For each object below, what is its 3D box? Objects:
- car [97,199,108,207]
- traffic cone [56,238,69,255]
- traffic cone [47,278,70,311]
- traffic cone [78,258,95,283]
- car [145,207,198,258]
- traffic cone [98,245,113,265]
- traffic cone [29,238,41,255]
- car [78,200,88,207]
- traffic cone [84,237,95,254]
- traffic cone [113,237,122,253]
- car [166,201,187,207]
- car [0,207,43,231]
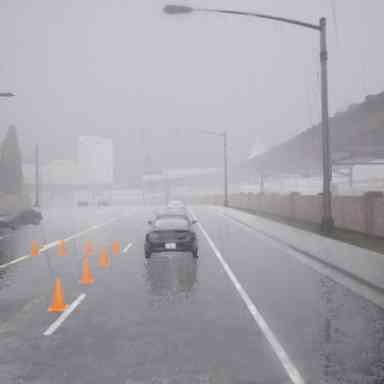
[{"bbox_3d":[-16.805,2.045,62.539,2.033,1.411,5.357,0,-2,-17],"label":"car"},{"bbox_3d":[-4.854,2.020,12.462,0.340,0.580,0.340,-1,0,-2],"label":"traffic cone"},{"bbox_3d":[-2.623,1.990,6.544,0.340,0.580,0.340,-1,0,-2],"label":"traffic cone"},{"bbox_3d":[-2.701,1.991,8.542,0.340,0.580,0.340,-1,0,-2],"label":"traffic cone"},{"bbox_3d":[-0.758,1.535,12.800,1.812,1.442,4.674,-1,0,-2],"label":"car"},{"bbox_3d":[-2.778,1.992,10.541,0.340,0.580,0.340,-1,0,-2],"label":"traffic cone"},{"bbox_3d":[-5.853,2.033,12.423,0.340,0.580,0.340,-1,0,-2],"label":"traffic cone"},{"bbox_3d":[-20.922,2.205,63.848,1.895,1.301,4.718,0,-2,-17],"label":"car"},{"bbox_3d":[-3.855,2.006,12.500,0.340,0.580,0.340,-1,0,-2],"label":"traffic cone"},{"bbox_3d":[-2.856,1.993,12.539,0.340,0.580,0.340,-1,0,-2],"label":"traffic cone"},{"bbox_3d":[-1.460,1.543,30.833,1.812,1.442,4.674,-1,0,-2],"label":"car"},{"bbox_3d":[-11.836,1.705,22.299,2.033,1.411,5.357,-1,0,-2],"label":"car"}]
